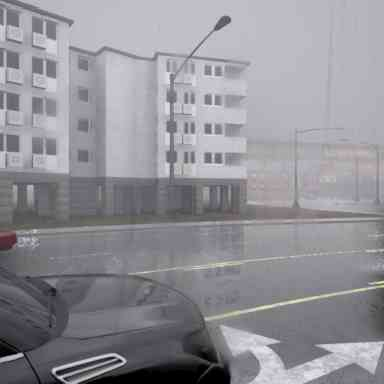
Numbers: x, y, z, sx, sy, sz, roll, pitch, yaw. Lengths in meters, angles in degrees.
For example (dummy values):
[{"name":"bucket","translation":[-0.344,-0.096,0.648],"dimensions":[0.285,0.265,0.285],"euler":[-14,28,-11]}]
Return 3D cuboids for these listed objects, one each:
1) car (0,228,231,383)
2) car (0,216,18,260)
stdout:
[{"name":"car","translation":[-2.320,1.221,1.975],"dimensions":[5.566,2.045,2.150],"euler":[0,0,-36]},{"name":"car","translation":[-8.403,1.601,10.807],"dimensions":[4.718,1.301,1.895],"euler":[0,0,-34]}]
